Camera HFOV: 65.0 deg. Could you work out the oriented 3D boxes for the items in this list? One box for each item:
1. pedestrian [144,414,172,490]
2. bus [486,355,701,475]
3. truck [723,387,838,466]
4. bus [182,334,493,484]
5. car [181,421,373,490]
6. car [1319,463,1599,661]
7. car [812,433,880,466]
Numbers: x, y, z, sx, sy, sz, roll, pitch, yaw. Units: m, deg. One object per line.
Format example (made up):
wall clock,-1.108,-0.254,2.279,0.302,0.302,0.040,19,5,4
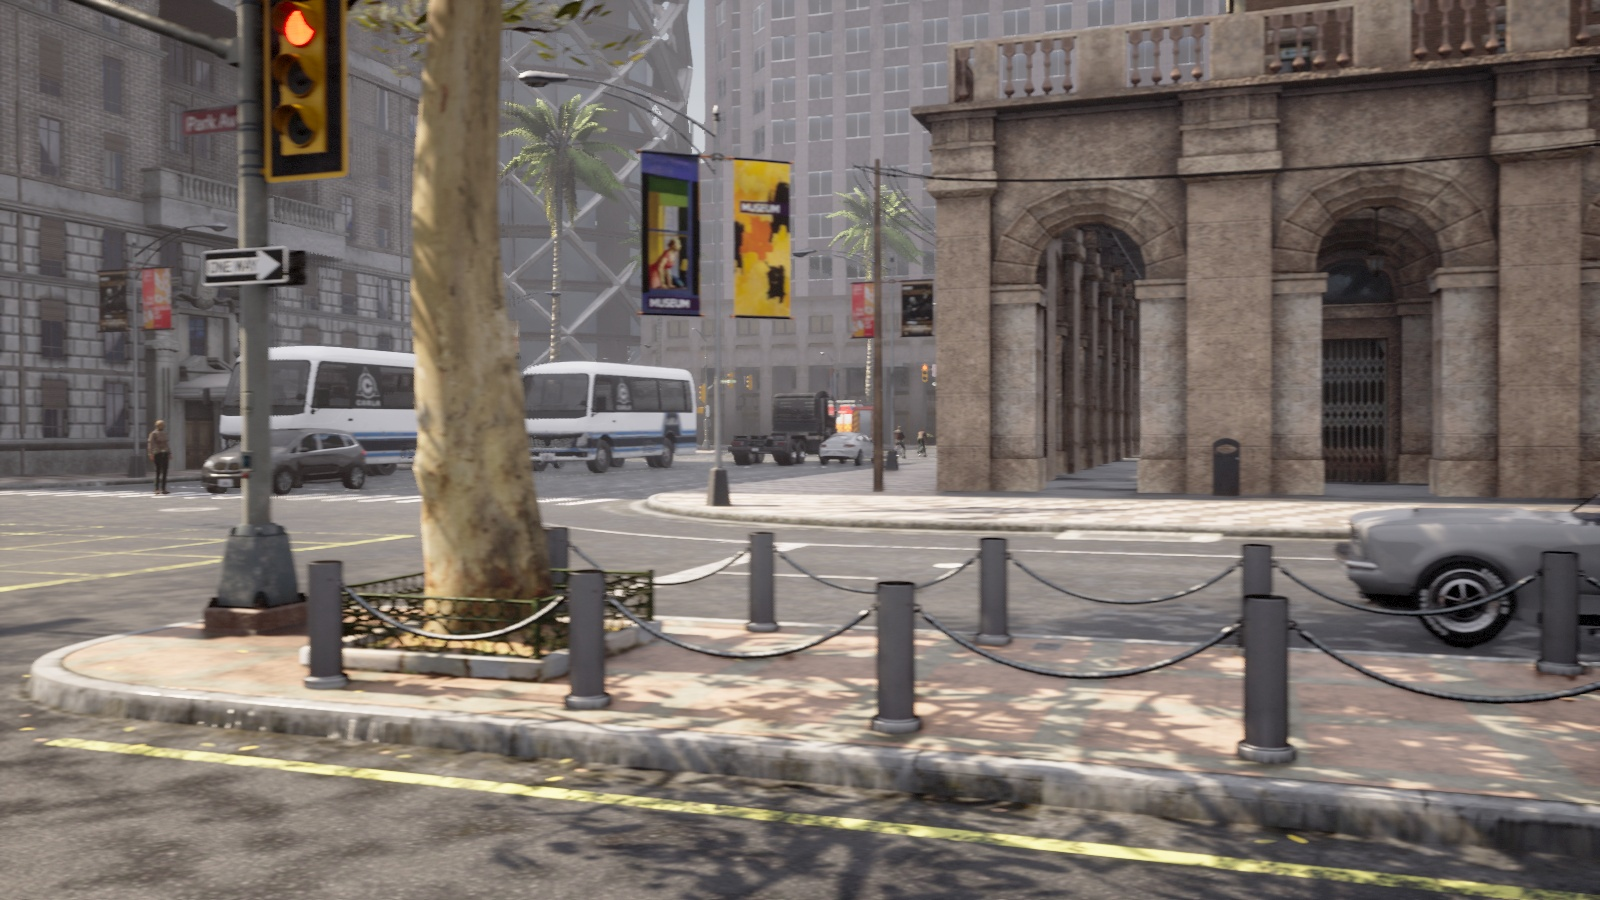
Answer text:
pedestrian,-15.850,0.043,30.989,0.634,1.846,0.331,1,1,33
bus,-7.850,-1.384,49.942,3.944,4.253,10.273,1,2,19
truck,-0.782,-1.116,59.484,2.891,3.462,7.936,1,1,19
bus,-14.597,-1.266,41.055,3.944,4.253,10.273,1,1,19
car,-13.540,0.091,32.865,2.242,1.667,4.611,0,1,16
car,6.467,0.800,9.357,4.718,1.301,1.895,1,1,20
car,2.164,-0.063,57.342,1.812,1.442,4.674,1,1,19
